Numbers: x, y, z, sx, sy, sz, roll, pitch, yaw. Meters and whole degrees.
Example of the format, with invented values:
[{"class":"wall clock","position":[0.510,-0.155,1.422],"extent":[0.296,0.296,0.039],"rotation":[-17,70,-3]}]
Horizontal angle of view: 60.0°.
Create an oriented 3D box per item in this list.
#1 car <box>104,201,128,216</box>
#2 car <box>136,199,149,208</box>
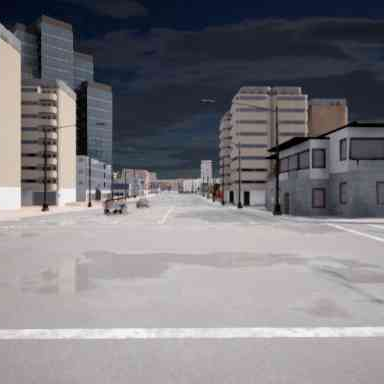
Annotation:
[{"class":"car","position":[-8.024,1.664,35.247],"extent":[2.128,1.511,4.902],"rotation":[0,-1,-2]},{"class":"car","position":[-8.991,2.006,60.623],"extent":[2.097,1.767,4.553],"rotation":[0,-1,-2]}]
